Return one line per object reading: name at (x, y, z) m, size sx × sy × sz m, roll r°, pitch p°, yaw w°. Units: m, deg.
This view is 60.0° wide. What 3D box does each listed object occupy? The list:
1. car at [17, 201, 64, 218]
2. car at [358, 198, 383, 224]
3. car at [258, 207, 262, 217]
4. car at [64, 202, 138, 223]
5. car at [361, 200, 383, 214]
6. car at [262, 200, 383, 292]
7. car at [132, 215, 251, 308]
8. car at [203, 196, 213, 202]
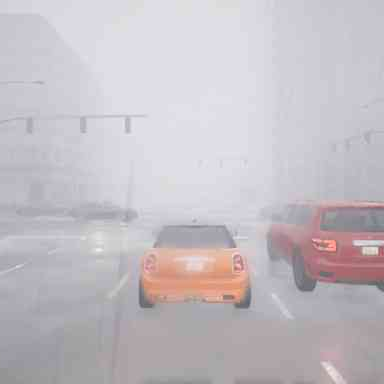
car at (-12.814, 1.525, 29.266) m, size 4.674 × 1.442 × 1.812 m, roll 0°, pitch 0°, yaw -11°
car at (15.096, 1.352, 24.595) m, size 4.553 × 1.767 × 2.097 m, roll 0°, pitch 0°, yaw 1°
car at (7.774, 1.564, 28.180) m, size 4.181 × 1.385 × 1.994 m, roll 0°, pitch 0°, yaw 1°
car at (-6.508, 1.491, 24.845) m, size 4.902 × 1.511 × 2.128 m, roll 0°, pitch 0°, yaw 1°
car at (20.510, 1.564, 35.231) m, size 4.181 × 1.385 × 1.994 m, roll 0°, pitch 0°, yaw 1°
car at (3.548, 1.221, 9.082) m, size 2.150 × 2.045 × 5.566 m, roll 0°, pitch 0°, yaw 2°
car at (0.070, 1.352, 8.060) m, size 2.097 × 1.767 × 4.553 m, roll 0°, pitch 0°, yaw 1°
car at (3.617, 1.524, 74.412) m, size 1.812 × 1.442 × 4.674 m, roll 0°, pitch 0°, yaw 0°
